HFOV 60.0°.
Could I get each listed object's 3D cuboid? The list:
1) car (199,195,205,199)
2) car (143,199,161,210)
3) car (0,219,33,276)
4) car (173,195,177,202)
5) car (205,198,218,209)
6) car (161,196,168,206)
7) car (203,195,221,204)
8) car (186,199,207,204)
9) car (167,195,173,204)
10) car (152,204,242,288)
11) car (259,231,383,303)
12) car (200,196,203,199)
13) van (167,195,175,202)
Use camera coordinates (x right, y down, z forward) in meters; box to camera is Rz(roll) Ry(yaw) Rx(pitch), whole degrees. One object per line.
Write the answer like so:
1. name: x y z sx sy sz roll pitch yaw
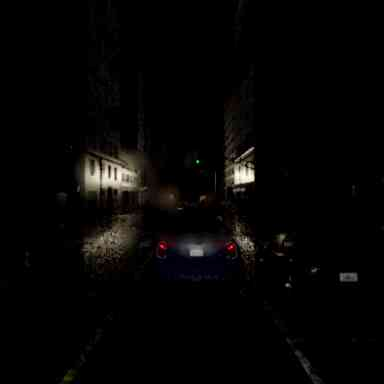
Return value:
1. car: 2.925 1.743 66.863 1.967 1.590 4.097 0 0 0
2. car: -5.638 1.766 45.240 1.802 1.307 4.206 0 0 0
3. car: -5.670 1.468 8.138 1.967 1.590 4.097 0 0 0
4. car: -5.572 1.729 83.101 2.192 1.841 5.009 0 0 0
5. car: 2.897 1.737 50.807 1.752 1.417 4.829 0 0 0
6. car: -5.618 1.791 56.057 2.008 1.369 4.403 0 0 0
7. car: 2.887 1.624 45.228 1.967 1.590 4.097 0 0 0
8. car: 0.097 1.653 29.522 1.882 1.535 5.008 0 0 0
9. car: -5.590 1.862 72.112 1.752 1.417 4.829 0 0 0
10. car: 0.197 1.384 9.553 2.097 1.767 4.553 0 0 3
11. car: 2.855 1.594 8.138 1.947 1.339 4.313 0 0 0
12. car: 2.907 1.791 56.045 2.008 1.369 4.403 0 0 0
13. van: -5.563 1.796 88.509 1.690 1.788 3.998 0 0 0
